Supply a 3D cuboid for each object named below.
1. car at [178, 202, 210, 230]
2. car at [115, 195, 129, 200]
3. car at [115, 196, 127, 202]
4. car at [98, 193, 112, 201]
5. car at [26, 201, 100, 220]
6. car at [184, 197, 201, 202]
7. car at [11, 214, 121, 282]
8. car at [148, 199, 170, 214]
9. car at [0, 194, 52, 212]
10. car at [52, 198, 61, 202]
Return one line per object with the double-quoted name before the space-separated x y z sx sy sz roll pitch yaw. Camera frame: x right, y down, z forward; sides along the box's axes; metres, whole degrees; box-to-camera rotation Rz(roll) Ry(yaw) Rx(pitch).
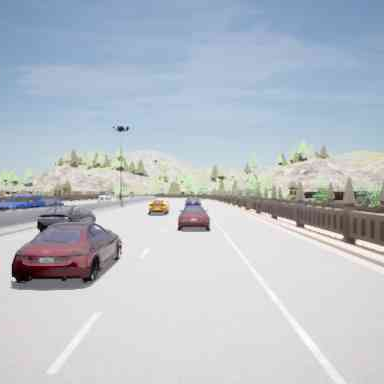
"car" 0.109 1.565 21.318 1.994 1.385 4.181 0 0 0
"car" -13.973 1.391 66.682 2.097 1.767 4.553 0 0 0
"car" -17.465 1.617 81.804 1.994 1.385 4.181 0 0 0
"car" -20.965 1.290 80.108 2.150 2.045 5.566 0 0 0
"car" -6.893 1.491 18.671 2.128 1.511 4.902 0 0 0
"car" 0.118 1.357 42.156 2.097 1.767 4.553 0 0 0
"car" -3.395 1.564 9.767 1.994 1.385 4.181 0 0 0
"car" -3.384 1.478 34.779 1.882 1.535 5.008 0 0 0
"car" -14.085 1.220 27.648 2.150 2.045 5.566 0 0 0
"car" -17.565 1.526 41.273 1.812 1.442 4.674 0 0 0
